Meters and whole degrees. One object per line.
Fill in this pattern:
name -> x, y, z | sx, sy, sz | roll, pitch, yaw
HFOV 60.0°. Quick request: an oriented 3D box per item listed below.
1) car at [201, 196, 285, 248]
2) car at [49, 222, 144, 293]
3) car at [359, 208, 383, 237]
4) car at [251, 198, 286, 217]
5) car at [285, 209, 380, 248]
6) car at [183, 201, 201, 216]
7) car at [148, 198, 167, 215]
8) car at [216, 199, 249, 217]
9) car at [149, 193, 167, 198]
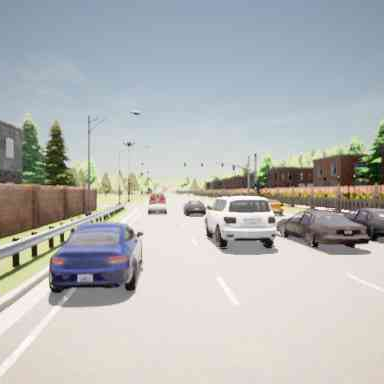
car -> 1.950, 1.196, 14.779 | 2.150, 2.045, 5.566 | 0, 0, -6
car -> -2.307, 1.512, 8.772 | 1.812, 1.442, 4.674 | 0, 0, -6
car -> 8.810, 1.515, 16.557 | 2.033, 1.411, 5.357 | 0, 0, -6
car -> 7.266, 1.420, 32.183 | 1.882, 1.535, 5.008 | 0, 0, -6
car -> 5.475, 1.520, 14.655 | 2.033, 1.411, 5.357 | 0, 0, -5
car -> 0.234, 1.509, 32.164 | 1.994, 1.385, 4.181 | 0, 0, -6
car -> -3.483, 1.545, 33.824 | 1.895, 1.301, 4.718 | 0, 0, -5
car -> 3.770, 1.491, 31.976 | 2.033, 1.411, 5.357 | 0, 0, -6
car -> -4.493, 1.149, 43.728 | 2.150, 2.045, 5.566 | 0, 0, -5
